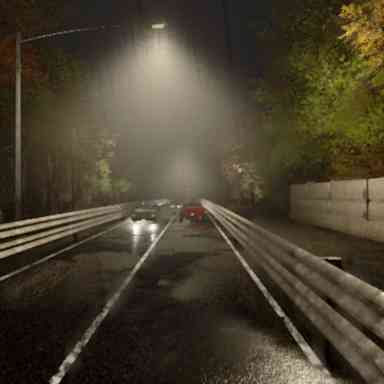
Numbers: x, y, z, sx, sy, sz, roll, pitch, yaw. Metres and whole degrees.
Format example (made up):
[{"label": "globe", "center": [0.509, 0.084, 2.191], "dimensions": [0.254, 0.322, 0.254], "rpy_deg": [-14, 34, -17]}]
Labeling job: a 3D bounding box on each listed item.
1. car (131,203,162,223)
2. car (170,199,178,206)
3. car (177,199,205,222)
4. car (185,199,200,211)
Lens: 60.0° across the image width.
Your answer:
[{"label": "car", "center": [-3.341, 1.538, 25.554], "dimensions": [2.033, 1.411, 5.357], "rpy_deg": [0, 0, 0]}, {"label": "car", "center": [-3.239, 2.042, 65.992], "dimensions": [1.994, 1.385, 4.181], "rpy_deg": [0, -1, 0]}, {"label": "car", "center": [0.035, 1.473, 26.443], "dimensions": [1.882, 1.535, 5.008], "rpy_deg": [0, 0, 0]}, {"label": "car", "center": [0.091, 1.665, 43.820], "dimensions": [1.812, 1.442, 4.674], "rpy_deg": [0, -1, 0]}]
